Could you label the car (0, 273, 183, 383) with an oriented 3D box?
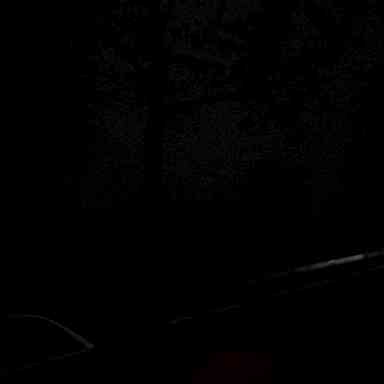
[{"bbox_3d":[-2.383,1.497,2.318,4.892,1.490,1.837,0,0,-34],"label":"car"}]
